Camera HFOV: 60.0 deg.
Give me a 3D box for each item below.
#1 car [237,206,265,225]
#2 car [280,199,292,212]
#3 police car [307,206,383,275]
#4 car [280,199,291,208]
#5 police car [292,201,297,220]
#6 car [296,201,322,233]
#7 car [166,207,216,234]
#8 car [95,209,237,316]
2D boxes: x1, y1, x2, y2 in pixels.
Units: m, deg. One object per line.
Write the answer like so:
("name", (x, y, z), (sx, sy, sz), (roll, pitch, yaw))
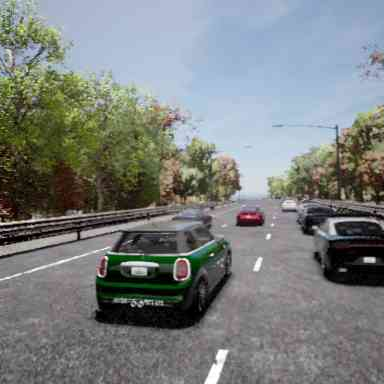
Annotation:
("car", (4.688, 1.817, 26.439), (1.994, 1.385, 4.181), (-2, -1, 15))
("car", (12.946, 1.844, 44.410), (1.812, 1.442, 4.674), (-2, -1, 14))
("police car", (4.924, 1.437, 10.442), (1.930, 1.638, 5.238), (-2, -1, 16))
("car", (16.880, 1.998, 60.178), (1.812, 1.442, 4.674), (-2, -1, 14))
("police car", (9.178, 1.552, 25.974), (1.930, 1.638, 5.238), (-2, -1, 15))
("car", (7.575, 1.558, 20.037), (1.882, 1.535, 5.008), (-2, -1, 15))
("car", (0.087, 1.868, 22.802), (2.033, 1.411, 5.357), (-2, -1, 15))
("car", (-0.375, 1.473, 8.079), (2.097, 1.767, 4.553), (-2, -1, 16))
